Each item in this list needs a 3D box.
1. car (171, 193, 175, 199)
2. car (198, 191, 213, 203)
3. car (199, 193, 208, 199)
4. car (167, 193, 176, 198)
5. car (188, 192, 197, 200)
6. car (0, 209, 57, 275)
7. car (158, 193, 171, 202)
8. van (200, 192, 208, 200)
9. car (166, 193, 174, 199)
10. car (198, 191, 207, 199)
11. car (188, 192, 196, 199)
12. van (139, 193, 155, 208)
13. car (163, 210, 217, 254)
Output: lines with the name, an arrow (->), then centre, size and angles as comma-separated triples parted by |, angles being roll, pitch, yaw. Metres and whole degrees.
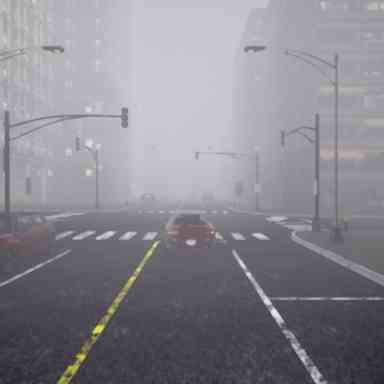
car -> -5.644, 0.907, 81.257 | 1.967, 1.590, 4.097 | 0, 0, 0
car -> 2.724, 0.921, 59.049 | 2.192, 1.841, 5.009 | 0, 0, 0
car -> 2.737, 1.019, 81.253 | 2.008, 1.369, 4.403 | 0, 0, 0
car -> -5.637, 0.951, 92.359 | 2.008, 1.369, 4.403 | 0, 0, 0
car -> 0.046, 1.113, 71.924 | 1.895, 1.301, 4.718 | 0, 0, 0
car -> -5.685, 1.370, 9.928 | 1.967, 1.590, 4.097 | 0, 0, 0
car -> -5.653, 1.097, 64.435 | 1.752, 1.417, 4.829 | 0, 0, 0
van -> 2.733, 0.843, 75.702 | 1.690, 1.788, 3.998 | 0, 0, 0
car -> -5.641, 0.960, 86.638 | 1.752, 1.417, 4.829 | 0, 0, 0
car -> 2.740, 0.750, 86.803 | 2.192, 1.841, 5.009 | 0, 0, 0
car -> 0.050, 0.814, 81.898 | 1.837, 1.490, 4.892 | 0, 0, 0
van -> -5.666, 1.053, 42.400 | 1.690, 1.788, 3.998 | 0, 0, 0
car -> -0.133, 1.435, 12.984 | 1.812, 1.442, 4.674 | 0, 0, -3
